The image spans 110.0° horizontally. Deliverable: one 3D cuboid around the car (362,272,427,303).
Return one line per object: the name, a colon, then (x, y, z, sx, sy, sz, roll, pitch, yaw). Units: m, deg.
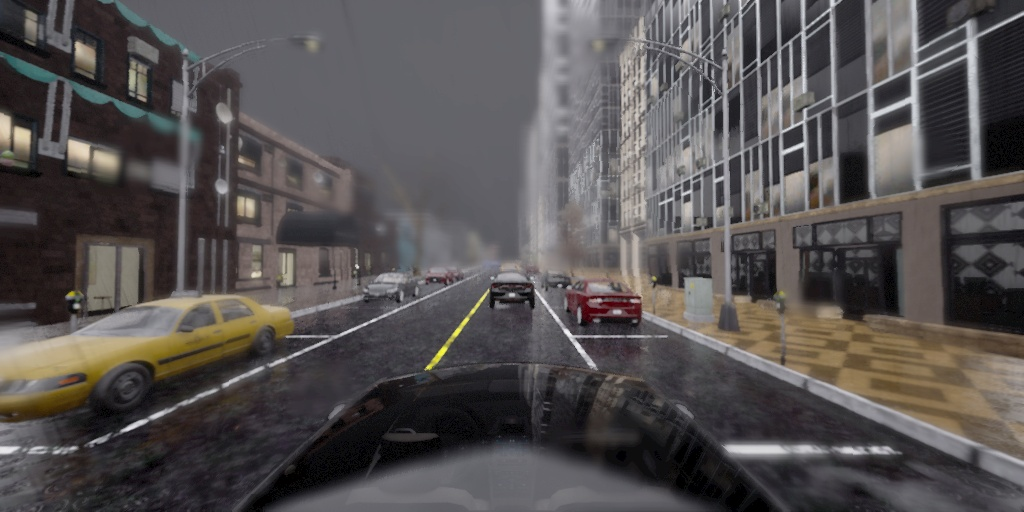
car: (-5.813, 1.456, 17.581, 2.007, 1.370, 4.403, 0, 0, 0)

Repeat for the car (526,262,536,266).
car: (2.708, 1.730, 45.738, 1.888, 1.381, 4.507, 0, 0, 0)

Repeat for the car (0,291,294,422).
car: (-5.818, 1.320, 6.122, 1.751, 1.417, 4.829, 0, 0, 0)

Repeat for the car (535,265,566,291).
car: (2.802, 1.511, 23.165, 2.007, 1.370, 4.403, 0, 0, 0)

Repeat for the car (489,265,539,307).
car: (0.012, 1.371, 16.350, 1.882, 1.535, 5.008, 0, 0, 0)

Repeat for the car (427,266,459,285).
car: (-5.748, 1.562, 28.869, 1.888, 1.381, 4.507, 0, 0, 0)

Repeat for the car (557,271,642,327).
car: (2.825, 1.394, 11.876, 1.888, 1.381, 4.507, 0, 0, 0)

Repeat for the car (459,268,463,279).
car: (-5.711, 1.655, 34.512, 1.802, 1.307, 4.207, 0, 0, 0)

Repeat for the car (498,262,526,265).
car: (0.018, 1.519, 31.344, 1.882, 1.535, 5.008, 0, 0, 0)
